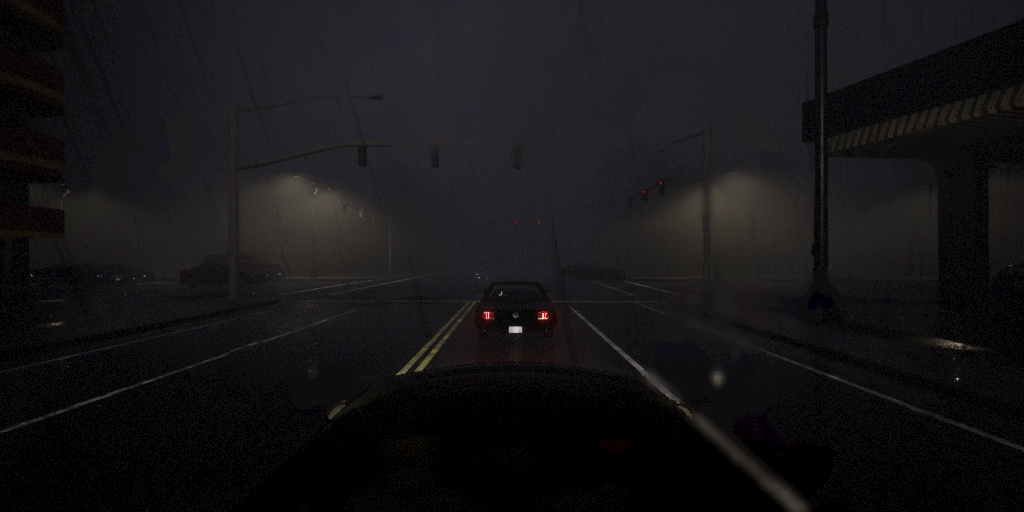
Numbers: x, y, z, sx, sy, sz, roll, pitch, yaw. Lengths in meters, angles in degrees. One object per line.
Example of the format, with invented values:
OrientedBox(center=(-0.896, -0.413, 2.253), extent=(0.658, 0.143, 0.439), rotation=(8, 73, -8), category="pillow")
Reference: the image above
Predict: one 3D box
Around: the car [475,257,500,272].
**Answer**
OrientedBox(center=(-3.298, 1.243, 44.995), extent=(2.128, 1.511, 4.902), rotation=(0, 0, 7), category="car")

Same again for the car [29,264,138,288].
OrientedBox(center=(-27.833, 1.241, 23.135), extent=(4.902, 1.511, 2.128), rotation=(0, 0, 1), category="car")

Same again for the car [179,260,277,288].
OrientedBox(center=(-18.330, 1.228, 22.961), extent=(5.008, 1.535, 1.882), rotation=(0, 0, 1), category="car")

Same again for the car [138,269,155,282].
OrientedBox(center=(-29.309, 1.314, 26.659), extent=(4.181, 1.385, 1.994), rotation=(0, 0, 0), category="car")

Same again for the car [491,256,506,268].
OrientedBox(center=(-2.645, 0.965, 60.479), extent=(2.150, 2.045, 5.566), rotation=(0, 1, 1), category="car")

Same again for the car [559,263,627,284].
OrientedBox(center=(5.947, 1.241, 26.673), extent=(4.902, 1.511, 2.128), rotation=(0, 1, 21), category="car")

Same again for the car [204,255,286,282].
OrientedBox(center=(-19.891, 0.971, 26.509), extent=(5.566, 2.045, 2.150), rotation=(0, 0, 1), category="car")

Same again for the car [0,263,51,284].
OrientedBox(center=(-37.991, 1.276, 26.825), extent=(4.674, 1.442, 1.812), rotation=(0, 0, 1), category="car")

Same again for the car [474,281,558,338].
OrientedBox(center=(0.097, 1.351, 10.193), extent=(1.895, 1.301, 4.718), rotation=(0, 0, 0), category="car")
